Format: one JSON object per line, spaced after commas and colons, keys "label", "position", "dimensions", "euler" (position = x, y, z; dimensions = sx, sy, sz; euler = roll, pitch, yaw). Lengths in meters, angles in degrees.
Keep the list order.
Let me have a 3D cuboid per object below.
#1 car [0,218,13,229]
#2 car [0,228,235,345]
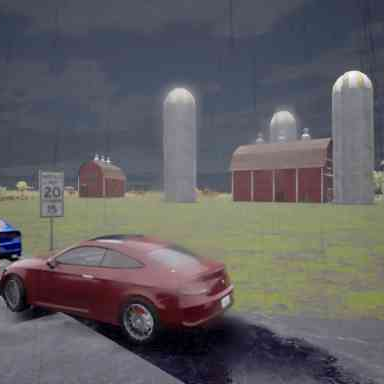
{"label": "car", "position": [-7.464, 1.481, 11.232], "dimensions": [5.008, 1.535, 1.882], "euler": [0, 0, 44]}
{"label": "car", "position": [-1.519, 1.528, 6.242], "dimensions": [4.674, 1.442, 1.812], "euler": [0, 0, 27]}
